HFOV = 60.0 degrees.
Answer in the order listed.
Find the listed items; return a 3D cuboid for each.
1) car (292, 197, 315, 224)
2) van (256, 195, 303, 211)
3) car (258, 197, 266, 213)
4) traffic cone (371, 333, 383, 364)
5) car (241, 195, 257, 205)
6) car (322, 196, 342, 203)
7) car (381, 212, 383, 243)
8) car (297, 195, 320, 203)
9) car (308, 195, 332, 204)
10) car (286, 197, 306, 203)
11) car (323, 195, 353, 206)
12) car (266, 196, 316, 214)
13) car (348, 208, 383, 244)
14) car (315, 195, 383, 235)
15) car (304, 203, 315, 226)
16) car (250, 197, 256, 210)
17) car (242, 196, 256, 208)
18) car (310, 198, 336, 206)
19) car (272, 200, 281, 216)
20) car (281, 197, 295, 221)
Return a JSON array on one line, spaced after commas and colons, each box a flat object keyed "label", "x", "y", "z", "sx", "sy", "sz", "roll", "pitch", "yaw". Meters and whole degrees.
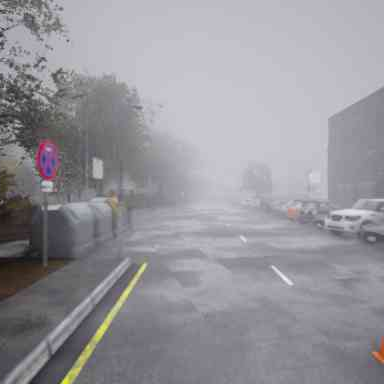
[{"label": "car", "x": 9.911, "y": 1.497, "z": 23.776, "sx": 4.553, "sy": 1.767, "sz": 2.185, "roll": 1, "pitch": -1, "yaw": -19}, {"label": "van", "x": 10.230, "y": 1.471, "z": 38.840, "sx": 4.442, "sy": 1.987, "sz": 1.878, "roll": 1, "pitch": -1, "yaw": -19}, {"label": "car", "x": 10.077, "y": 1.679, "z": 35.795, "sx": 5.008, "sy": 1.535, "sz": 2.097, "roll": 1, "pitch": -1, "yaw": -19}, {"label": "traffic cone", "x": 2.700, "y": 1.983, "z": 4.547, "sx": 0.340, "sy": 0.580, "sz": 0.340, "roll": 0, "pitch": 0, "yaw": 1}, {"label": "car", "x": 10.250, "y": 1.503, "z": 50.833, "sx": 5.566, "sy": 2.045, "sz": 2.435, "roll": 1, "pitch": -1, "yaw": -20}, {"label": "car", "x": 35.222, "y": 1.973, "z": 83.884, "sx": 2.185, "sy": 1.767, "sz": 4.553, "roll": 1, "pitch": -1, "yaw": -21}, {"label": "car", "x": 9.613, "y": 1.572, "z": 11.705, "sx": 5.366, "sy": 1.575, "sz": 1.946, "roll": 1, "pitch": 0, "yaw": -19}, {"label": "car", "x": 29.165, "y": 1.804, "z": 83.780, "sx": 2.435, "sy": 2.045, "sz": 5.566, "roll": 1, "pitch": -1, "yaw": -21}, {"label": "car", "x": 32.226, "y": 1.825, "z": 83.786, "sx": 2.435, "sy": 2.045, "sz": 5.566, "roll": 1, "pitch": -1, "yaw": -21}, {"label": "car", "x": 26.140, "y": 2.063, "z": 83.726, "sx": 2.163, "sy": 1.488, "sz": 4.792, "roll": 1, "pitch": -1, "yaw": -21}, {"label": "car", "x": 29.256, "y": 1.717, "z": 66.831, "sx": 2.435, "sy": 2.045, "sz": 5.566, "roll": 0, "pitch": 1, "yaw": -21}, {"label": "car", "x": 10.086, "y": 1.539, "z": 32.792, "sx": 4.553, "sy": 1.767, "sz": 2.185, "roll": 1, "pitch": 0, "yaw": -19}, {"label": "car", "x": 9.798, "y": 1.618, "z": 14.760, "sx": 4.792, "sy": 1.488, "sz": 2.163, "roll": 1, "pitch": 0, "yaw": -19}, {"label": "car", "x": 9.844, "y": 1.347, "z": 17.762, "sx": 5.566, "sy": 2.045, "sz": 2.435, "roll": 1, "pitch": 0, "yaw": -19}, {"label": "car", "x": 9.878, "y": 1.640, "z": 20.761, "sx": 4.792, "sy": 1.488, "sz": 2.163, "roll": 1, "pitch": 0, "yaw": -19}, {"label": "car", "x": 10.151, "y": 1.749, "z": 41.797, "sx": 4.674, "sy": 1.452, "sz": 2.002, "roll": 1, "pitch": 0, "yaw": -20}, {"label": "car", "x": 9.998, "y": 1.717, "z": 44.740, "sx": 5.366, "sy": 1.575, "sz": 1.946, "roll": 1, "pitch": 0, "yaw": -19}, {"label": "car", "x": 26.288, "y": 1.976, "z": 66.779, "sx": 2.163, "sy": 1.488, "sz": 4.792, "roll": 0, "pitch": 1, "yaw": -21}, {"label": "car", "x": 10.016, "y": 1.690, "z": 29.784, "sx": 4.674, "sy": 1.452, "sz": 2.002, "roll": 1, "pitch": 0, "yaw": -19}, {"label": "car", "x": 9.949, "y": 1.510, "z": 26.777, "sx": 4.553, "sy": 1.767, "sz": 2.185, "roll": 1, "pitch": -1, "yaw": -19}]
